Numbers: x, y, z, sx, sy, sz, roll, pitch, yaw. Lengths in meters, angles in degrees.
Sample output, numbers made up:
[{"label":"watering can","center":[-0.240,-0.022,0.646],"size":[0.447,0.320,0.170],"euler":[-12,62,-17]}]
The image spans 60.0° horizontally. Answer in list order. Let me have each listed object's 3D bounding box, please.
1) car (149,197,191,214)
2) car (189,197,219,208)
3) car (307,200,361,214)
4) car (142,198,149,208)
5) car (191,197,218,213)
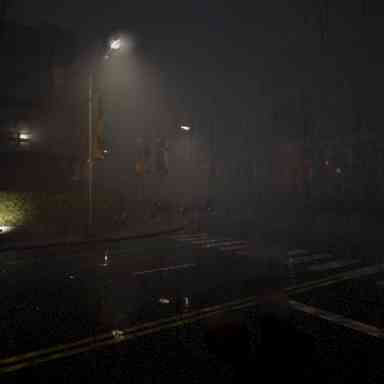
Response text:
[{"label":"car","center":[-2.397,1.526,34.987],"size":[1.812,1.442,4.674],"euler":[0,0,-35]},{"label":"car","center":[1.760,1.478,49.498],"size":[1.882,1.535,5.008],"euler":[0,0,-35]},{"label":"car","center":[15.240,1.547,36.015],"size":[2.033,1.411,5.357],"euler":[0,0,-40]},{"label":"car","center":[-5.113,1.492,45.110],"size":[2.128,1.511,4.902],"euler":[0,0,-34]},{"label":"car","center":[0.688,1.564,36.683],"size":[1.994,1.385,4.181],"euler":[0,0,-35]}]
